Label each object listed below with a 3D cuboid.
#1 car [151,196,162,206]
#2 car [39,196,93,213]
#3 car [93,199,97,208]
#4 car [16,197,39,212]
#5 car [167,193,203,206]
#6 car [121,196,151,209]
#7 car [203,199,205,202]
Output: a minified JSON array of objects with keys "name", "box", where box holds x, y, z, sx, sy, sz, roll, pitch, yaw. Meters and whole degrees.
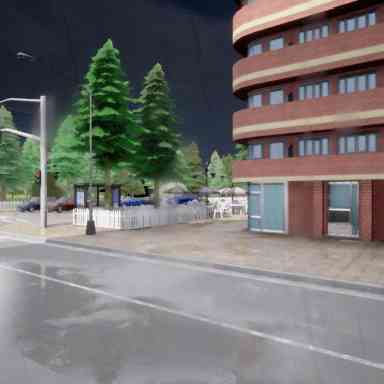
[{"name":"car","box":[-6.627,1.453,51.015,1.837,1.490,4.892,0,0,41]},{"name":"car","box":[-13.603,1.300,36.092,2.097,1.767,4.553,0,0,36]},{"name":"car","box":[-12.051,1.512,44.200,1.994,1.385,4.181,0,0,35]},{"name":"car","box":[-17.088,1.300,37.231,2.097,1.767,4.553,0,0,35]},{"name":"car","box":[-1.369,1.169,51.725,5.566,2.045,2.150,0,0,-44]},{"name":"car","box":[-8.193,1.425,43.535,1.882,1.535,5.008,0,0,37]},{"name":"car","box":[0.521,1.512,57.877,4.181,1.385,1.994,0,0,-37]}]
